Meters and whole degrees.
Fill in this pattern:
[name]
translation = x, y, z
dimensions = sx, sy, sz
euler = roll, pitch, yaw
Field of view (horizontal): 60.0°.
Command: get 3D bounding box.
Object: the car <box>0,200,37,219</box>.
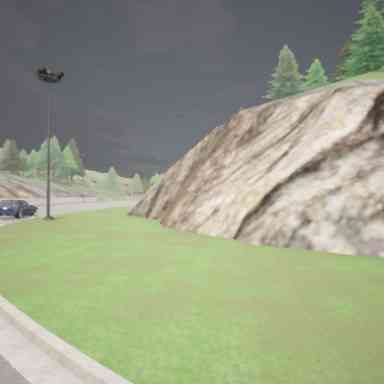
[car]
translation = -16.403, 1.503, 31.300
dimensions = 2.097, 1.767, 4.553
euler = 0, 0, -3
